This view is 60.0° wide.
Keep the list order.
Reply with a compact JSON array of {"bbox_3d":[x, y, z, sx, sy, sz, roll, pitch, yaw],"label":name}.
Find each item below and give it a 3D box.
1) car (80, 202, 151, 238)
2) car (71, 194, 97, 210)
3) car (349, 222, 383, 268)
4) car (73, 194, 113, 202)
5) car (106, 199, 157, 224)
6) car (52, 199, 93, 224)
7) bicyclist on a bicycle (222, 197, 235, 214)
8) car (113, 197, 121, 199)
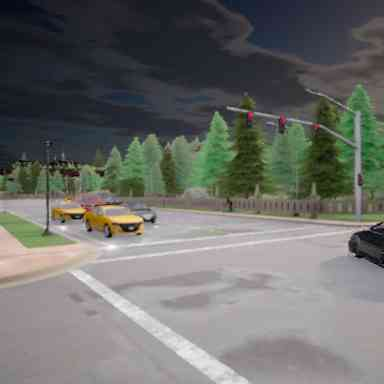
[{"bbox_3d":[-4.362,1.520,18.361,1.882,1.535,5.008,0,0,-34],"label":"car"},{"bbox_3d":[-15.521,1.348,47.585,2.150,2.045,5.566,0,0,-34],"label":"car"},{"bbox_3d":[6.282,1.551,9.914,1.994,1.385,4.181,0,0,8],"label":"car"},{"bbox_3d":[-10.245,1.307,33.367,2.150,2.045,5.566,0,0,-34],"label":"car"},{"bbox_3d":[-4.286,1.541,24.500,2.128,1.511,4.902,0,0,-34],"label":"car"},{"bbox_3d":[-9.713,1.552,26.291,1.882,1.535,5.008,0,0,-34],"label":"car"},{"bbox_3d":[3.583,1.326,32.455,1.656,1.620,0.582,-1,0,-34],"label":"bicyclist on a bicycle"},{"bbox_3d":[-11.375,1.458,47.668,2.097,1.767,4.553,0,0,-34],"label":"car"}]
